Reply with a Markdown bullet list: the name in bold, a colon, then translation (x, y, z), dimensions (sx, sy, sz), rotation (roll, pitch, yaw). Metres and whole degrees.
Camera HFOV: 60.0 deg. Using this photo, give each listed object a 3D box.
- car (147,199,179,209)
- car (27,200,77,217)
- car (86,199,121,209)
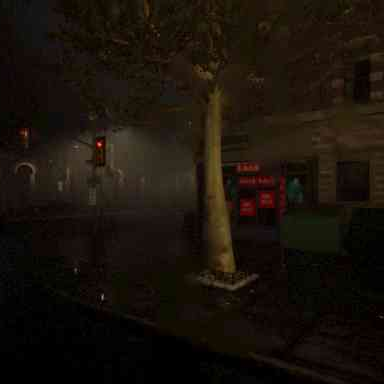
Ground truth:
- **car**: translation (-3.895, 1.601, 44.925), dimensions (1.895, 1.301, 4.718), rotation (0, 0, 36)
- **car**: translation (-13.376, 1.526, 31.956), dimensions (1.812, 1.442, 4.674), rotation (0, 0, 36)
- **car**: translation (-11.959, 1.595, 45.174), dimensions (1.895, 1.301, 4.718), rotation (0, 0, 36)
